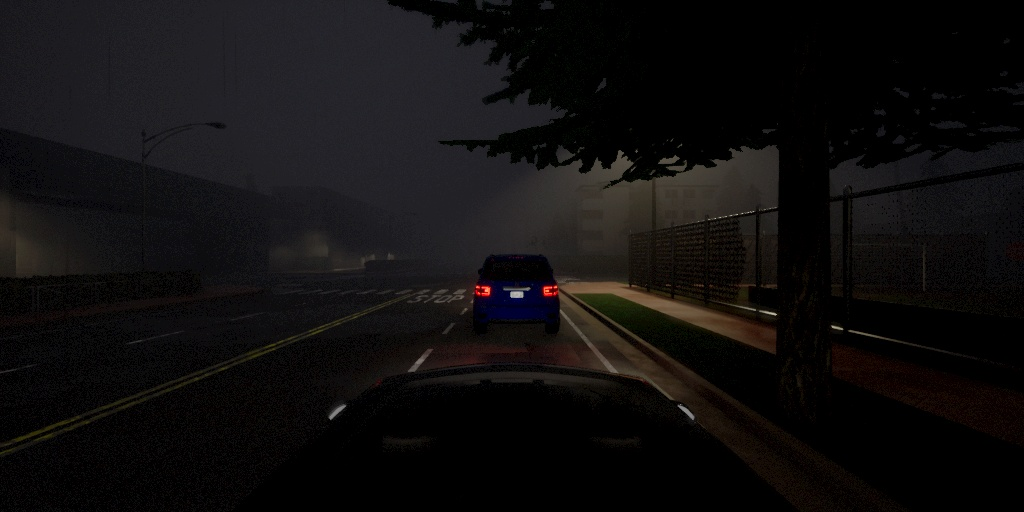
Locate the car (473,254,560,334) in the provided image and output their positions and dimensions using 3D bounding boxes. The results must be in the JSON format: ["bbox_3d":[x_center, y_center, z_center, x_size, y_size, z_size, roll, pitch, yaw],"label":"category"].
[{"bbox_3d":[0.115,0.972,10.809,2.150,2.045,5.566,0,0,0],"label":"car"}]

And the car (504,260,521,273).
[{"bbox_3d":[0.022,1.242,45.675,2.128,1.511,4.902,0,0,0],"label":"car"}]
